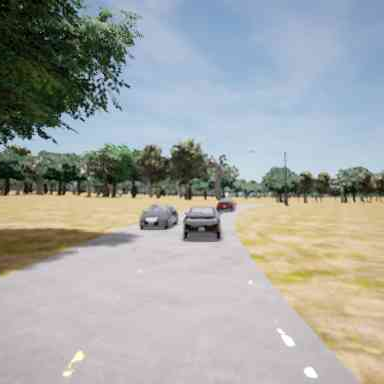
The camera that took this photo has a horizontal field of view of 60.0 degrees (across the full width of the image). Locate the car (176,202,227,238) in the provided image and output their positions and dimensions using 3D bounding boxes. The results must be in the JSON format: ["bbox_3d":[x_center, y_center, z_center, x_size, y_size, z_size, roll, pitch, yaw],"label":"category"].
[{"bbox_3d":[0.612,1.502,17.781,2.128,1.511,4.902,0,0,4],"label":"car"}]

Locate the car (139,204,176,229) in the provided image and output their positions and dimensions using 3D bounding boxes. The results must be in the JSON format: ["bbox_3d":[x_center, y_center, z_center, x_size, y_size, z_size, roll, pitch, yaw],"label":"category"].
[{"bbox_3d":[-2.098,1.529,21.853,2.128,1.511,4.902,0,0,7],"label":"car"}]

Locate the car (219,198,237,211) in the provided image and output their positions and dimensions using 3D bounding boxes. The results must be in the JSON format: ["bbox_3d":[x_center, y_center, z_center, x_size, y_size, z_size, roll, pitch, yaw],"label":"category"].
[{"bbox_3d":[4.285,1.500,40.195,1.882,1.535,5.008,-1,0,14],"label":"car"}]
